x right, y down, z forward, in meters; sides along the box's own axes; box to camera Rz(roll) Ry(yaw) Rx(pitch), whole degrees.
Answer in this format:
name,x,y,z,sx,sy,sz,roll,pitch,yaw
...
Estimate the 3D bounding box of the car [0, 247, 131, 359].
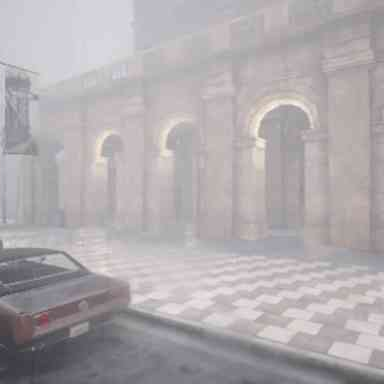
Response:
name,x,y,z,sx,sy,sz,roll,pitch,yaw
car,-3.397,1.681,5.984,4.718,1.301,1.895,-1,-1,35
